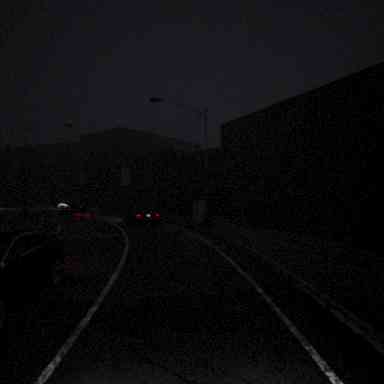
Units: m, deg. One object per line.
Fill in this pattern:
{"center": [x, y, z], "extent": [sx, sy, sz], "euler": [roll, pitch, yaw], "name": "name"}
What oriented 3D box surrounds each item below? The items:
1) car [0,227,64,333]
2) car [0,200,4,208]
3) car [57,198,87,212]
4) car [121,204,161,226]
{"center": [-3.944, 1.489, 6.355], "extent": [2.128, 1.511, 4.902], "euler": [0, 0, -4], "name": "car"}
{"center": [-26.379, 1.262, 42.845], "extent": [4.902, 1.511, 2.128], "euler": [1, -1, 26], "name": "car"}
{"center": [-13.906, 1.425, 38.301], "extent": [2.128, 1.511, 4.902], "euler": [1, -1, -44], "name": "car"}
{"center": [-3.693, 1.538, 23.339], "extent": [2.033, 1.411, 5.357], "euler": [0, 0, -22], "name": "car"}
